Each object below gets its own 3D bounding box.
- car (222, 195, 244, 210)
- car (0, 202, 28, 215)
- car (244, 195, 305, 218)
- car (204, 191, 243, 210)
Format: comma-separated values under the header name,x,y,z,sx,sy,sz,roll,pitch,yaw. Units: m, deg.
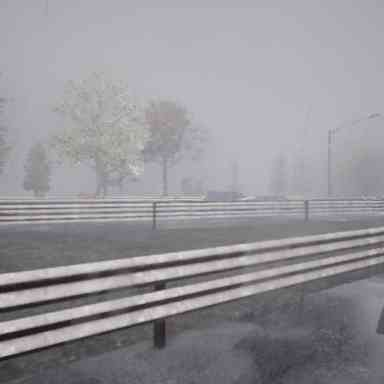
name,x,y,z,sx,sy,sz,roll,pitch,yaw
car,5.377,1.217,29.524,4.674,1.442,1.812,0,0,-23
car,-13.367,1.122,21.506,4.902,1.511,2.128,0,0,-24
car,6.843,1.041,26.354,4.553,1.767,2.097,0,0,-22
car,3.885,0.908,32.710,5.566,2.045,2.150,0,0,-23
